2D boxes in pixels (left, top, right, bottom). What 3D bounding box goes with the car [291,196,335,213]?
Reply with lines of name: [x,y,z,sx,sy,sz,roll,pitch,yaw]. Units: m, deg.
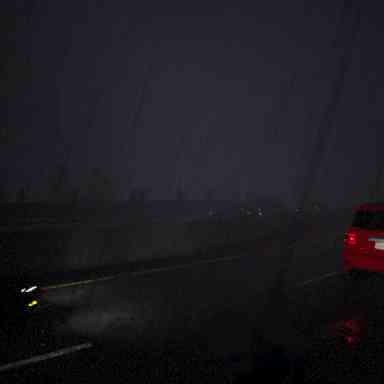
car: [10.934,1.546,29.844,2.097,1.767,4.553,0,0,37]

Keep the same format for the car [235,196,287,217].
car: [6.437,1.398,29.716,2.150,2.045,5.566,0,0,39]

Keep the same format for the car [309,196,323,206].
car: [24.858,1.763,66.892,2.097,1.767,4.553,0,0,13]

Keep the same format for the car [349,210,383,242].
car: [10.262,1.731,17.913,1.895,1.301,4.718,0,0,43]

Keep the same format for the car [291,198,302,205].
car: [21.763,1.941,69.218,1.895,1.301,4.718,0,0,13]

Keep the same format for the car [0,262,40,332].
car: [-4.835,1.512,4.729,4.892,1.490,1.837,0,0,-36]

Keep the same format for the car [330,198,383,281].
car: [6.171,1.291,9.046,5.566,2.045,2.150,0,0,-42]

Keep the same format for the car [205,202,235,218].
car: [3.194,1.665,31.338,2.128,1.511,4.902,0,0,39]
